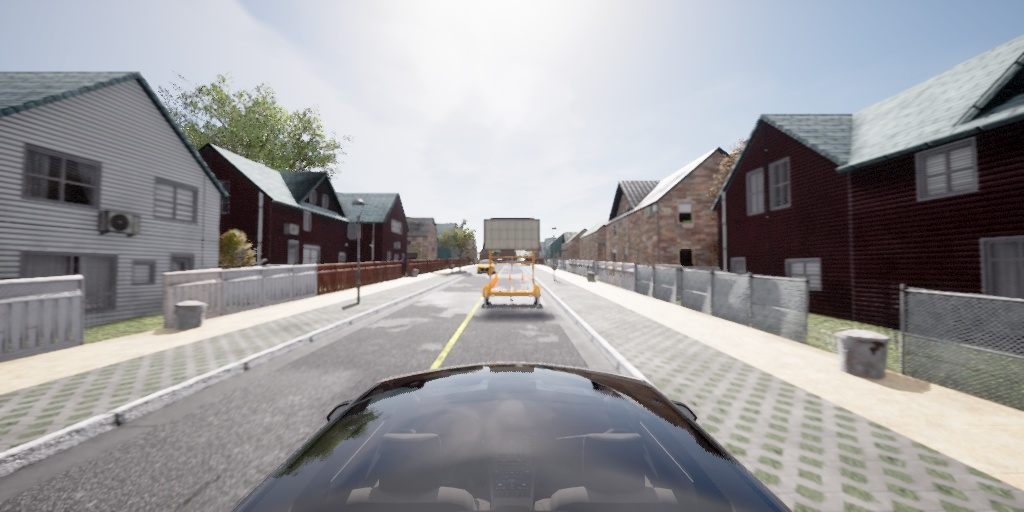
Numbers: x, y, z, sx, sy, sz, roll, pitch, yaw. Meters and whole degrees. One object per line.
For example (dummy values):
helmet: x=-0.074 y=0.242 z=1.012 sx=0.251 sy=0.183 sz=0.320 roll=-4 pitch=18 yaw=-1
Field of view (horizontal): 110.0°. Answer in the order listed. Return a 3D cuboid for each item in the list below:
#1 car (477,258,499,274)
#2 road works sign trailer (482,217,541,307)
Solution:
car: x=-2.835 y=1.170 z=40.128 sx=1.882 sy=1.535 sz=5.008 roll=0 pitch=0 yaw=0
road works sign trailer: x=-0.002 y=0.167 z=15.143 sx=2.380 sy=3.560 sz=2.880 roll=0 pitch=0 yaw=1
